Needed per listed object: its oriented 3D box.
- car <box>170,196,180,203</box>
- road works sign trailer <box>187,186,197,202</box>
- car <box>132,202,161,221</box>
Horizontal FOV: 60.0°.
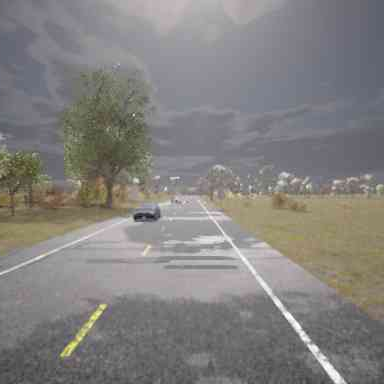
[{"bbox_3d":[-3.513,1.586,70.441,1.994,1.385,4.181,0,0,0],"label":"car"},{"bbox_3d":[0.001,0.449,76.201,2.380,3.560,2.880,1,-1,0],"label":"road works sign trailer"},{"bbox_3d":[-3.607,1.559,27.562,2.033,1.411,5.357,0,0,0],"label":"car"}]
